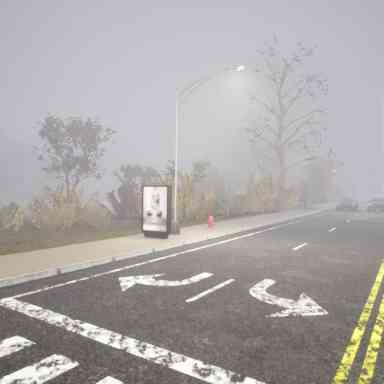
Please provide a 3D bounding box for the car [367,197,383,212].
[{"bbox_3d":[21.404,1.393,38.192,2.097,1.767,4.553,0,0,30],"label":"car"}]

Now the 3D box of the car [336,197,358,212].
[{"bbox_3d":[18.596,1.390,39.829,2.097,1.767,4.553,0,0,30],"label":"car"}]
